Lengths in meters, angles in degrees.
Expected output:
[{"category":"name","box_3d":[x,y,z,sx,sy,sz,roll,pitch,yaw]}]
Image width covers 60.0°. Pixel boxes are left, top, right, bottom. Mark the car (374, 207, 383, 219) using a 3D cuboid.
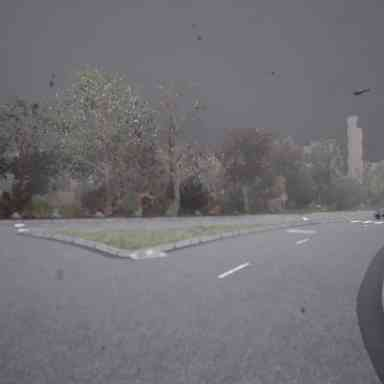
[{"category":"car","box_3d":[23.083,2.463,39.211,2.033,1.411,5.357,0,-2,42]}]
